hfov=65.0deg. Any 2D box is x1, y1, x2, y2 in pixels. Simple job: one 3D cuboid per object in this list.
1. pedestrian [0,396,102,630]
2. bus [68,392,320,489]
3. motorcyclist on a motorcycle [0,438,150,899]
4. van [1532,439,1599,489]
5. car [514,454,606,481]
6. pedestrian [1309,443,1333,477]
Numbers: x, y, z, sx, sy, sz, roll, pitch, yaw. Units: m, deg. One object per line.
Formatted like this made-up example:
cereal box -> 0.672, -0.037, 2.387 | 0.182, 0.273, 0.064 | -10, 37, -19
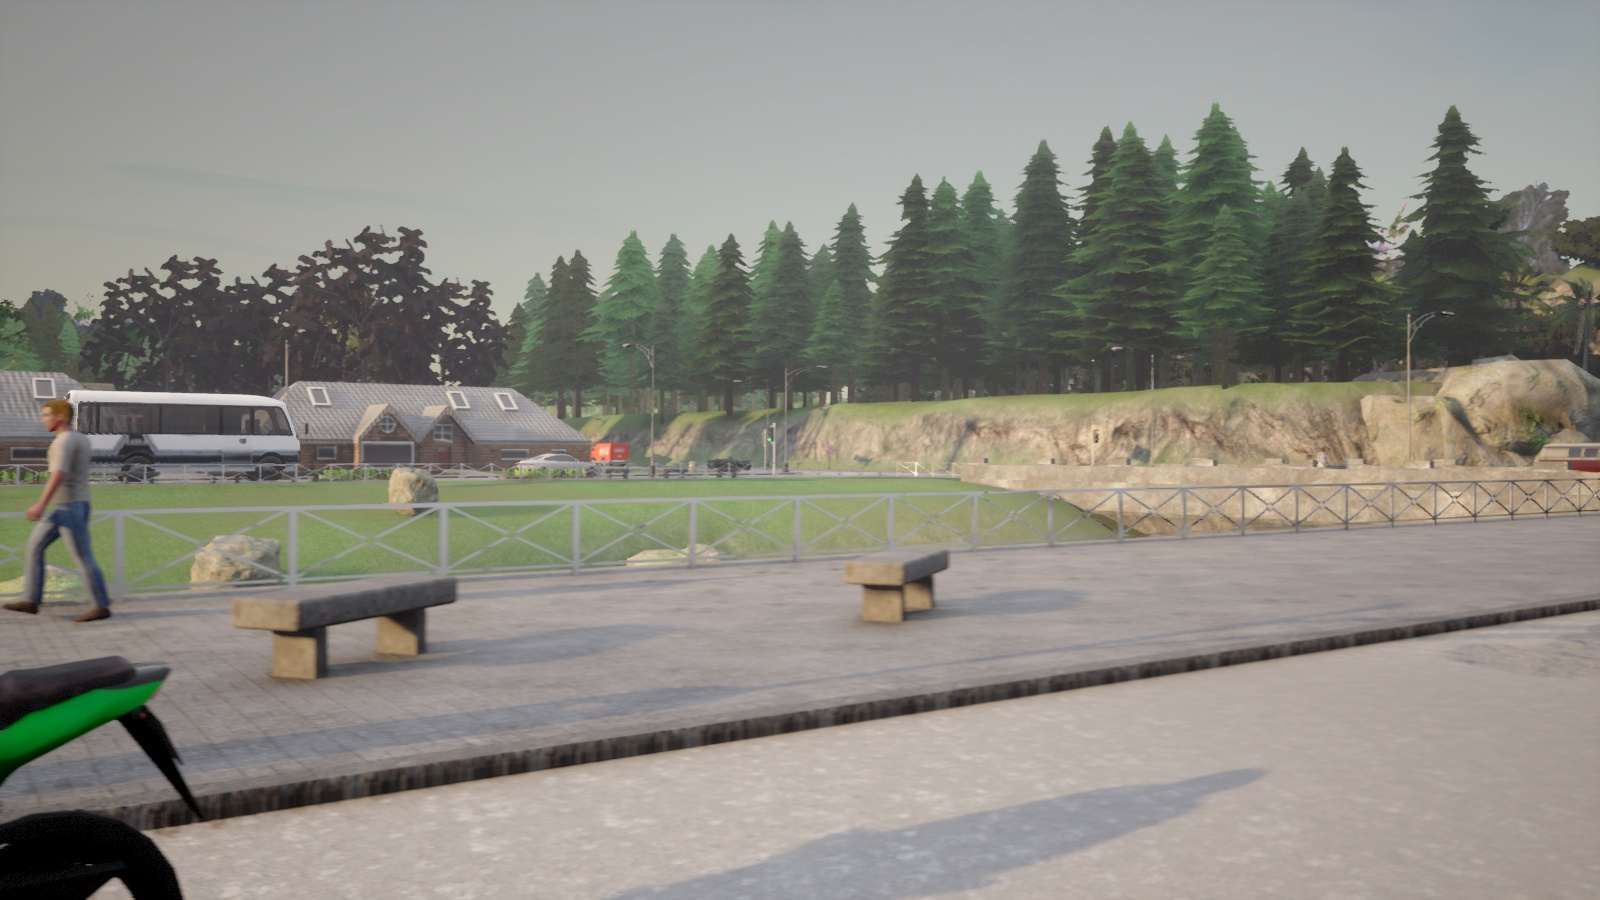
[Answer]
pedestrian -> -6.060, 0.492, 10.139 | 0.706, 1.836, 0.354 | 0, 0, -22
bus -> -28.584, -0.425, 59.500 | 10.273, 4.253, 3.944 | 0, 0, -35
motorcyclist on a motorcycle -> -2.506, 0.738, 2.523 | 2.044, 1.523, 0.797 | 0, 0, -35
van -> 31.946, 0.553, 50.080 | 1.775, 1.987, 4.442 | 0, 0, -35
car -> -13.373, 0.971, 70.077 | 4.674, 1.442, 1.812 | 0, 0, -35
pedestrian -> 28.540, 0.563, 68.795 | 0.874, 1.855, 0.900 | 0, 0, -34
